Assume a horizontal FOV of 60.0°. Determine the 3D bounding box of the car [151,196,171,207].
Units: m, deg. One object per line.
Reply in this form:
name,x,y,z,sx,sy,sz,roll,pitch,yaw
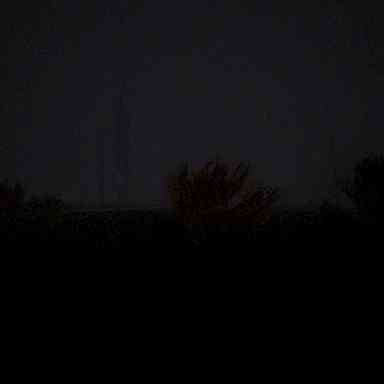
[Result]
car,-5.240,1.763,62.889,2.150,2.045,5.566,-1,-2,36
